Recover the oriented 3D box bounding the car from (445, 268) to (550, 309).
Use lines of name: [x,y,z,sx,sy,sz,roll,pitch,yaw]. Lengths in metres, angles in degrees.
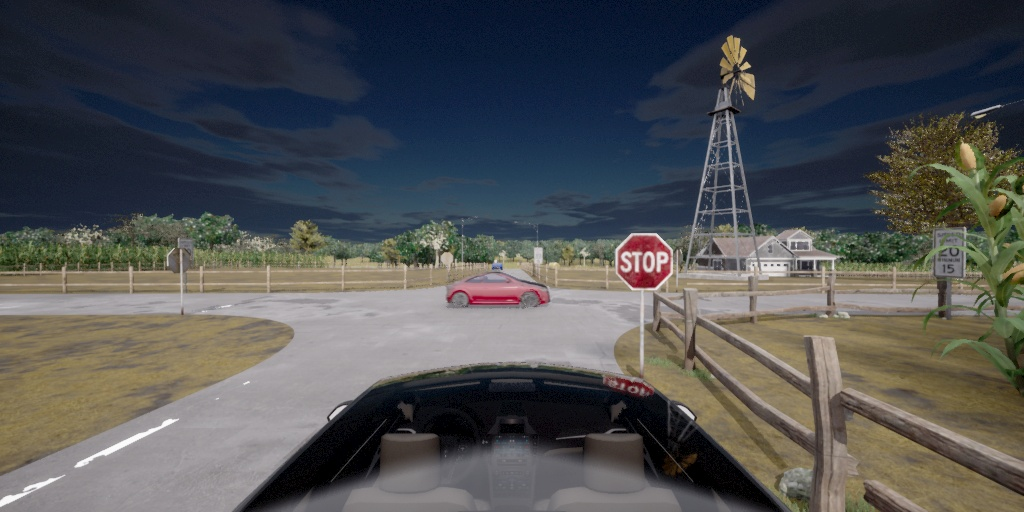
car: [-0.566,1.337,14.548,4.181,1.385,1.994,0,0,0]
